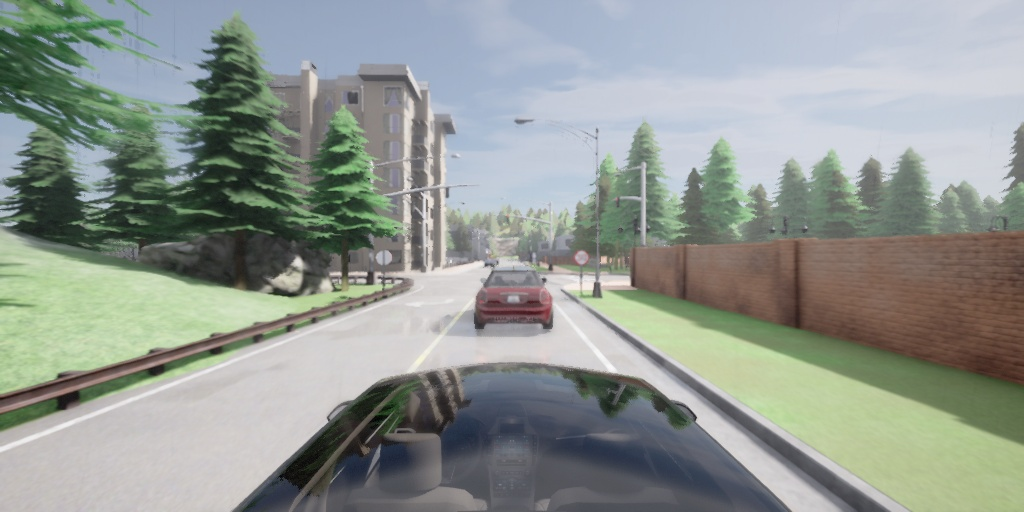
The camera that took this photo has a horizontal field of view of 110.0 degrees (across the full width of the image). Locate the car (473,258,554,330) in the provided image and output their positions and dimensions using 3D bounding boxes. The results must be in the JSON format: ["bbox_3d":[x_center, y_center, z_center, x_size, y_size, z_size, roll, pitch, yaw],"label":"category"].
[{"bbox_3d":[0.061,1.075,11.139,2.097,1.767,4.553,0,1,0],"label":"car"}]

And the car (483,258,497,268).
[{"bbox_3d":[-3.538,1.108,58.511,2.033,1.411,5.357,0,0,1],"label":"car"}]
